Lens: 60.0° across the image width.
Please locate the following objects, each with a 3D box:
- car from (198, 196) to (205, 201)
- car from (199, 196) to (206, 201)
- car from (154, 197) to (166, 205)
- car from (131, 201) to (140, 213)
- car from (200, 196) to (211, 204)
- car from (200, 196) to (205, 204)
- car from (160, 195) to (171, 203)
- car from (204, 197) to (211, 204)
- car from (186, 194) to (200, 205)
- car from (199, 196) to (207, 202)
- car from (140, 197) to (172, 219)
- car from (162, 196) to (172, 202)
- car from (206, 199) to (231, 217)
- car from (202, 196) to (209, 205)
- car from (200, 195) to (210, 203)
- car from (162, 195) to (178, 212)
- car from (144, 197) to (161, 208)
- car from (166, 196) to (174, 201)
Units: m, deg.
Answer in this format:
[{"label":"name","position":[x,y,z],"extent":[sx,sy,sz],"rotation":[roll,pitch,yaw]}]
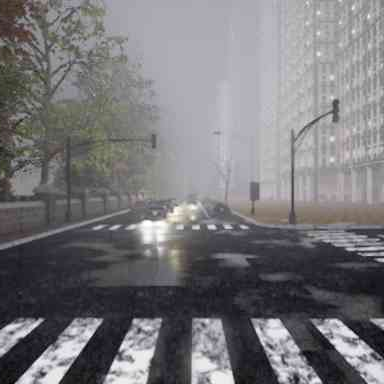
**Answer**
[{"label":"car","position":[2.664,1.730,93.579],"extent":[1.802,1.307,4.206],"rotation":[0,0,0]},{"label":"car","position":[2.665,1.716,87.947],"extent":[1.802,1.307,4.206],"rotation":[0,0,0]},{"label":"car","position":[-5.706,1.599,59.614],"extent":[1.752,1.417,4.829],"rotation":[0,0,0]},{"label":"car","position":[-5.700,1.620,37.253],"extent":[1.802,1.307,4.206],"rotation":[0,0,0]},{"label":"car","position":[2.673,1.525,65.418],"extent":[1.967,1.590,4.097],"rotation":[0,0,0]},{"label":"car","position":[2.674,1.619,59.787],"extent":[1.887,1.381,4.507],"rotation":[0,0,0]},{"label":"car","position":[-5.709,1.537,71.047],"extent":[1.967,1.590,4.097],"rotation":[0,0,0]},{"label":"car","position":[2.680,1.604,37.256],"extent":[1.947,1.339,4.313],"rotation":[0,0,0]},{"label":"car","position":[-0.018,1.619,58.492],"extent":[2.033,1.411,5.357],"rotation":[0,0,0]},{"label":"car","position":[2.667,1.672,82.314],"extent":[2.008,1.369,4.403],"rotation":[0,0,0]},{"label":"car","position":[-3.159,1.521,29.779],"extent":[2.128,1.511,4.902],"rotation":[0,0,-3]},{"label":"car","position":[-5.712,1.654,76.680],"extent":[1.887,1.381,4.507],"rotation":[0,0,0]},{"label":"car","position":[2.682,1.597,31.623],"extent":[1.947,1.339,4.313],"rotation":[0,0,0]},{"label":"car","position":[2.679,1.612,42.889],"extent":[1.947,1.339,4.313],"rotation":[0,0,0]},{"label":"car","position":[2.671,1.537,71.050],"extent":[1.967,1.590,4.097],"rotation":[0,0,0]},{"label":"car","position":[-3.104,1.520,40.126],"extent":[1.882,1.535,5.008],"rotation":[0,0,0]},{"label":"car","position":[-5.702,1.495,48.519],"extent":[1.967,1.590,4.097],"rotation":[0,0,0]},{"label":"car","position":[-5.715,1.679,87.944],"extent":[1.887,1.381,4.507],"rotation":[0,0,0]}]
